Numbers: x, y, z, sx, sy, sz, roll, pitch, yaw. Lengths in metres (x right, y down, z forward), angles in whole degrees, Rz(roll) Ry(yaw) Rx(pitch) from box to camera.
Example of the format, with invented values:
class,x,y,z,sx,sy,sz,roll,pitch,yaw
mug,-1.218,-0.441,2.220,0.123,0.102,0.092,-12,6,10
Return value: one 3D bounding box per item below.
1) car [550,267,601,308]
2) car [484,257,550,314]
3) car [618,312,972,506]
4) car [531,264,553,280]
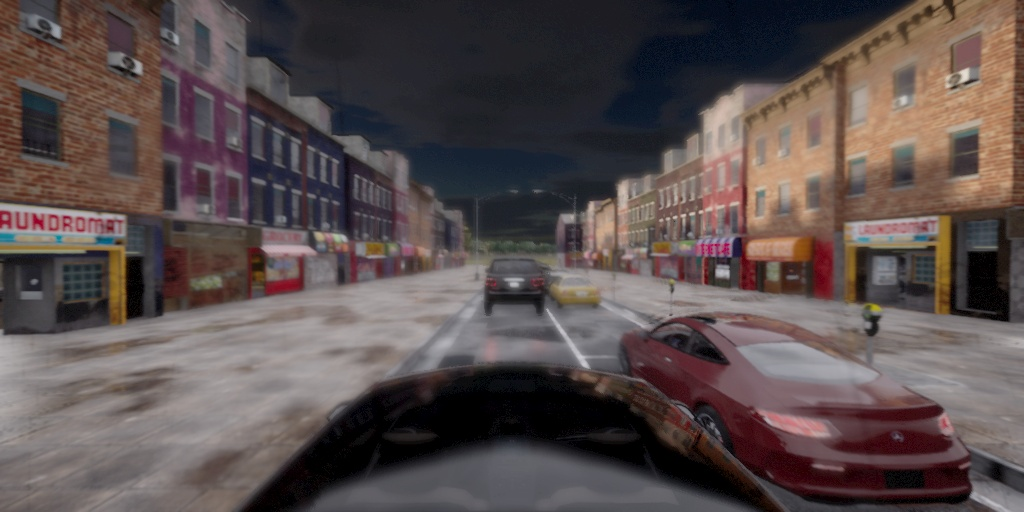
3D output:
class,x,y,z,sx,sy,sz,roll,pitch,yaw
car,2.629,1.390,15.699,1.751,1.417,4.829,0,0,0
car,0.079,1.073,14.420,2.150,2.045,5.566,0,-1,0
car,2.635,1.355,4.465,1.802,1.307,4.207,0,0,0
car,3.003,1.547,36.803,1.837,1.490,4.892,0,-1,0
